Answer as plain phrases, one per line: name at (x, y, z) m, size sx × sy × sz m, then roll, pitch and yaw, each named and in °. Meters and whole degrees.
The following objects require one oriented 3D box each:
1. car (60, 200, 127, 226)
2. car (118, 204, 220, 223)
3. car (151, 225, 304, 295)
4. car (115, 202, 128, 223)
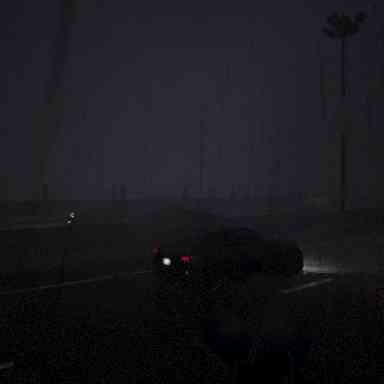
car at (-5.945, 1.355, 21.249) m, size 4.553 × 1.767 × 2.097 m, roll 0°, pitch 0°, yaw -35°
car at (-0.774, 1.496, 16.341) m, size 4.902 × 1.511 × 2.128 m, roll 0°, pitch 0°, yaw -36°
car at (1.047, 1.567, 8.795) m, size 4.181 × 1.385 × 1.994 m, roll 0°, pitch 0°, yaw -36°
car at (-1.709, 1.496, 19.974) m, size 4.902 × 1.511 × 2.128 m, roll 0°, pitch 0°, yaw -36°
